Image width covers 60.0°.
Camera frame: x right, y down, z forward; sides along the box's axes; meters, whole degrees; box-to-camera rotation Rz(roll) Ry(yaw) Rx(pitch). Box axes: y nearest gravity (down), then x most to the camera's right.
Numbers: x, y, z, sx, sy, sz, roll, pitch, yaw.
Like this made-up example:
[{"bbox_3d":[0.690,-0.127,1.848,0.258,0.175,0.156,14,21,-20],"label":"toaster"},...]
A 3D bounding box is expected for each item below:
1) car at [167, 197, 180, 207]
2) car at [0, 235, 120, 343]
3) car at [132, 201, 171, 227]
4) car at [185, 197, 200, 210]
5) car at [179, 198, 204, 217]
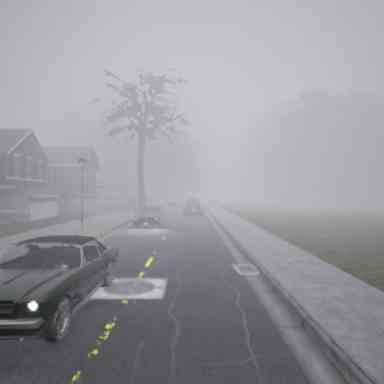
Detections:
[{"bbox_3d":[-2.848,1.499,52.857,1.882,1.535,5.008,0,0,0],"label":"car"},{"bbox_3d":[-2.848,1.607,6.585,1.895,1.301,4.718,0,0,0],"label":"car"},{"bbox_3d":[-2.818,1.565,23.071,2.033,1.411,5.357,0,0,0],"label":"car"},{"bbox_3d":[0.076,1.529,45.257,1.837,1.490,4.892,0,0,0],"label":"car"},{"bbox_3d":[0.091,1.586,31.066,1.994,1.385,4.181,0,0,-1],"label":"car"}]
